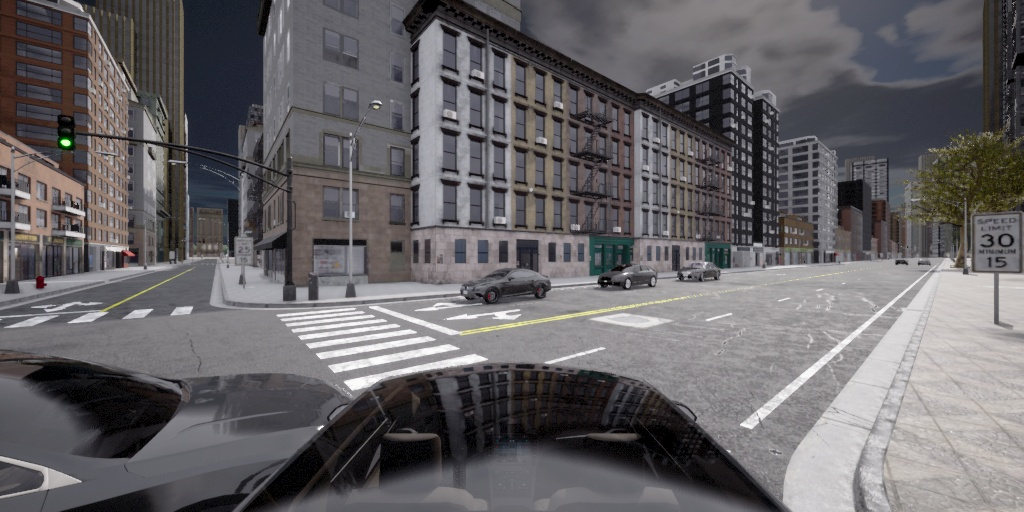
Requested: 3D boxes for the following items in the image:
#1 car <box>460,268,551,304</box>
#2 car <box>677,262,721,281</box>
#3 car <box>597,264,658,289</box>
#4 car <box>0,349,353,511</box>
[{"bbox_3d":[-0.176,1.285,16.658,4.674,1.442,1.812,0,0,-39],"label":"car"},{"bbox_3d":[15.420,1.233,29.482,4.902,1.511,2.128,0,0,-39],"label":"car"},{"bbox_3d":[7.464,1.256,22.946,4.892,1.490,1.837,0,0,-39],"label":"car"},{"bbox_3d":[-3.237,1.257,1.661,4.892,1.490,1.837,0,0,-35],"label":"car"}]
